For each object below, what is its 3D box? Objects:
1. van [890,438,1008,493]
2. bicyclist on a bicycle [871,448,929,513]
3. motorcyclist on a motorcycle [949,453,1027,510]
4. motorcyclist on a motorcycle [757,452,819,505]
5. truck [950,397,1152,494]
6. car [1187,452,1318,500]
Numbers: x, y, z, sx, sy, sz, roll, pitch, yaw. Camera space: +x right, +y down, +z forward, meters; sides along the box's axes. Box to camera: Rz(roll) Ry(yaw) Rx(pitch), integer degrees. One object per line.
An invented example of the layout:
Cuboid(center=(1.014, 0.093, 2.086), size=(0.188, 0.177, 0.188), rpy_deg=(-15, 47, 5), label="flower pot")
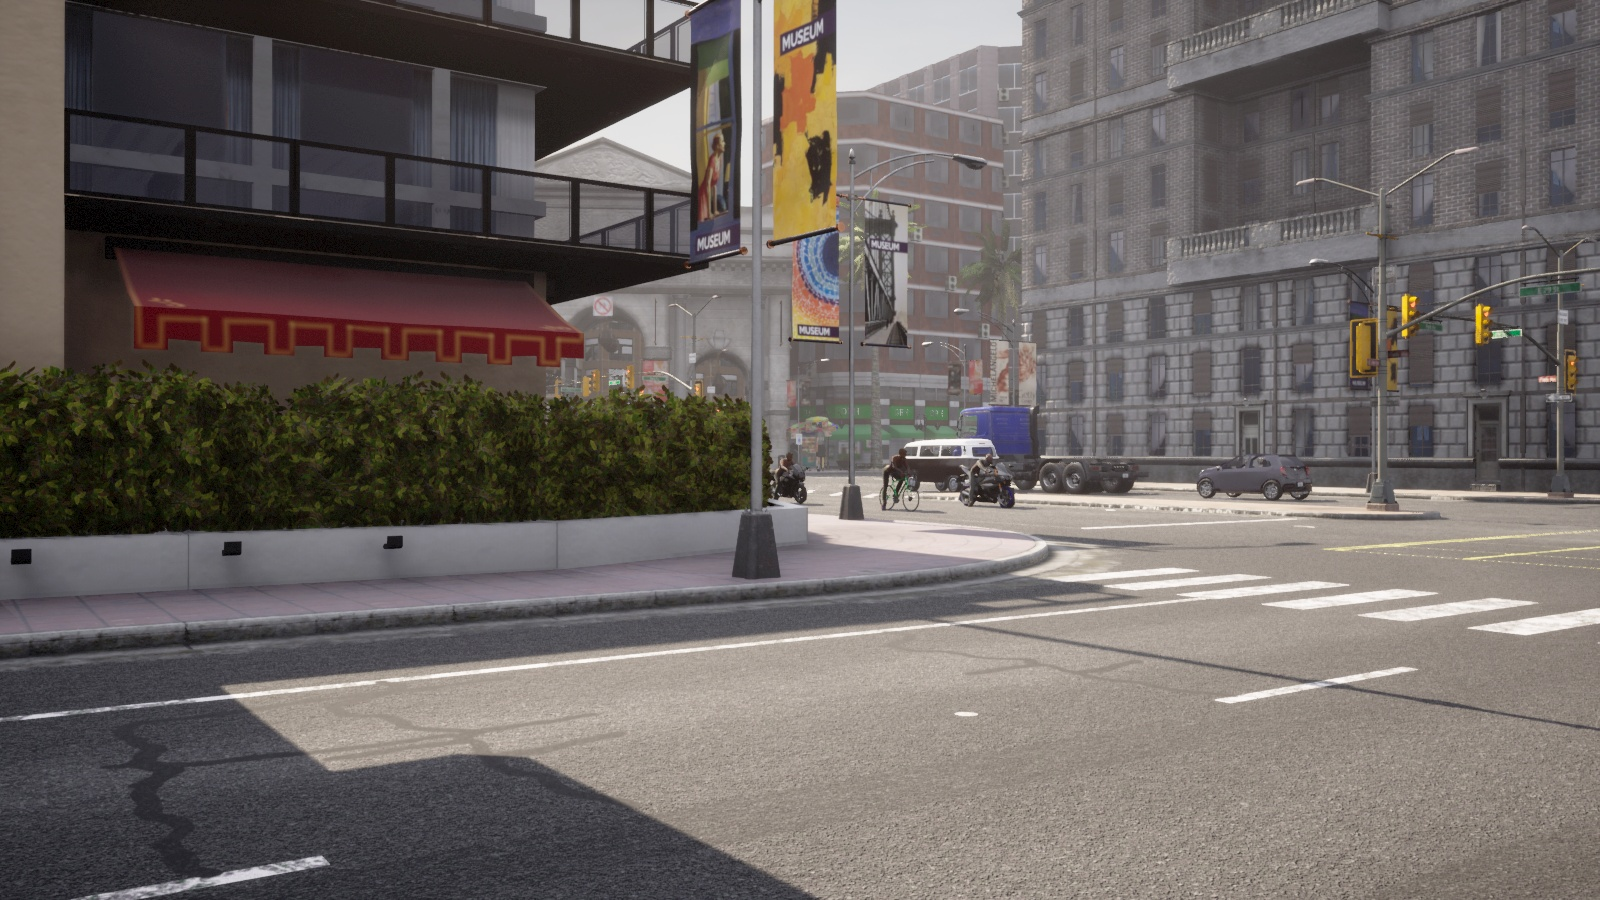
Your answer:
Cuboid(center=(5.675, 0.574, 48.287), size=(2.069, 2.038, 4.480), rpy_deg=(0, 0, -34), label="van")
Cuboid(center=(2.565, 0.772, 32.513), size=(0.582, 1.620, 1.656), rpy_deg=(0, 0, -35), label="bicyclist on a bicycle")
Cuboid(center=(5.192, 0.854, 34.869), size=(0.866, 1.530, 2.191), rpy_deg=(0, 0, -35), label="motorcyclist on a motorcycle")
Cuboid(center=(-0.372, 0.818, 36.784), size=(0.797, 1.523, 2.044), rpy_deg=(0, 0, -35), label="motorcyclist on a motorcycle")
Cuboid(center=(9.565, -0.138, 48.807), size=(2.891, 3.462, 7.936), rpy_deg=(0, 0, -35), label="truck")
Cuboid(center=(14.795, 0.828, 41.201), size=(1.845, 1.501, 3.633), rpy_deg=(0, 0, -35), label="car")
